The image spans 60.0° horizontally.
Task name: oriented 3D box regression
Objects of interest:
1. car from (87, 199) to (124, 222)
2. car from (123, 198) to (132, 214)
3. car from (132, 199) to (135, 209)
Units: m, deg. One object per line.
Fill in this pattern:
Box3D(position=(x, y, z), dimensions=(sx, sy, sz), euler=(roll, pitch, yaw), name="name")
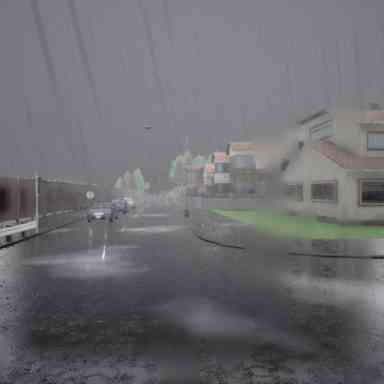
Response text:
Box3D(position=(-6.883, 1.491, 26.033), dimensions=(2.128, 1.511, 4.902), euler=(0, 0, -5), name="car")
Box3D(position=(-7.805, 1.505, 35.407), dimensions=(1.837, 1.490, 4.892), euler=(0, 0, -5), name="car")
Box3D(position=(-8.777, 1.526, 45.324), dimensions=(1.812, 1.442, 4.674), euler=(0, 0, -5), name="car")
